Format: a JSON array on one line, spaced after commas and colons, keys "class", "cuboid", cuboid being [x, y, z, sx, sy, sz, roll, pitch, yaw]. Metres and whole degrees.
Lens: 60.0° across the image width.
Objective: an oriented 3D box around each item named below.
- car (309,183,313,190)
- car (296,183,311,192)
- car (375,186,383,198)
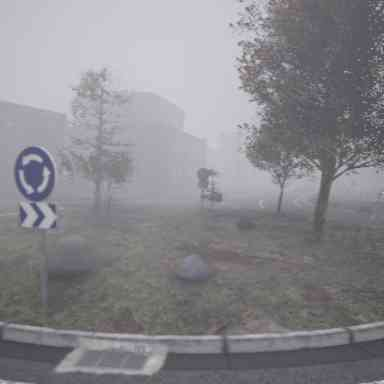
[{"class": "car", "cuboid": [27.965, -1.321, 79.754, 1.882, 1.535, 5.008, 3, 4, 23]}, {"class": "car", "cuboid": [20.642, -0.532, 62.479, 1.895, 1.301, 4.718, 3, 0, 23]}, {"class": "car", "cuboid": [33.059, 0.258, 56.768, 2.128, 1.511, 4.902, 3, 4, 23]}]
